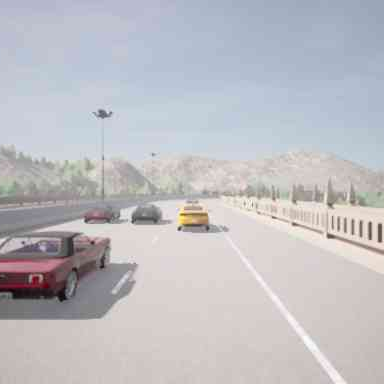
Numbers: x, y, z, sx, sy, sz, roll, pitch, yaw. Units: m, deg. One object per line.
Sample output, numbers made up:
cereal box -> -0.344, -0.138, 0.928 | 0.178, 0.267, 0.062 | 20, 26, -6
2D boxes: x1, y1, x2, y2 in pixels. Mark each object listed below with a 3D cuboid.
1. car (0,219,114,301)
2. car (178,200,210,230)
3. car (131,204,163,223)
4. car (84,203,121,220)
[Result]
car -> -3.400, 1.605, 8.255 | 1.895, 1.301, 4.718 | 0, 0, 0
car -> 0.099, 1.489, 21.405 | 1.882, 1.535, 5.008 | 0, 0, 0
car -> -3.401, 1.578, 25.623 | 1.994, 1.385, 4.181 | 0, 0, 0
car -> -6.903, 1.578, 25.978 | 1.994, 1.385, 4.181 | 0, 0, 0
